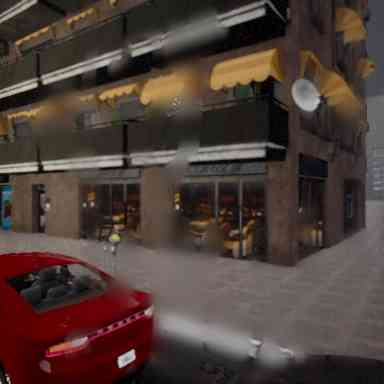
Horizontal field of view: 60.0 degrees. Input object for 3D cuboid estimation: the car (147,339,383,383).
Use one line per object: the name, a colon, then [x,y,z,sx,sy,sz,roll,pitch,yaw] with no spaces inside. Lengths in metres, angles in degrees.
car: [2.151,1.536,1.395,4.403,1.369,2.008,0,0,34]

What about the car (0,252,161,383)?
car: [-2.490,1.518,4.584,4.507,1.381,1.887,0,0,34]
